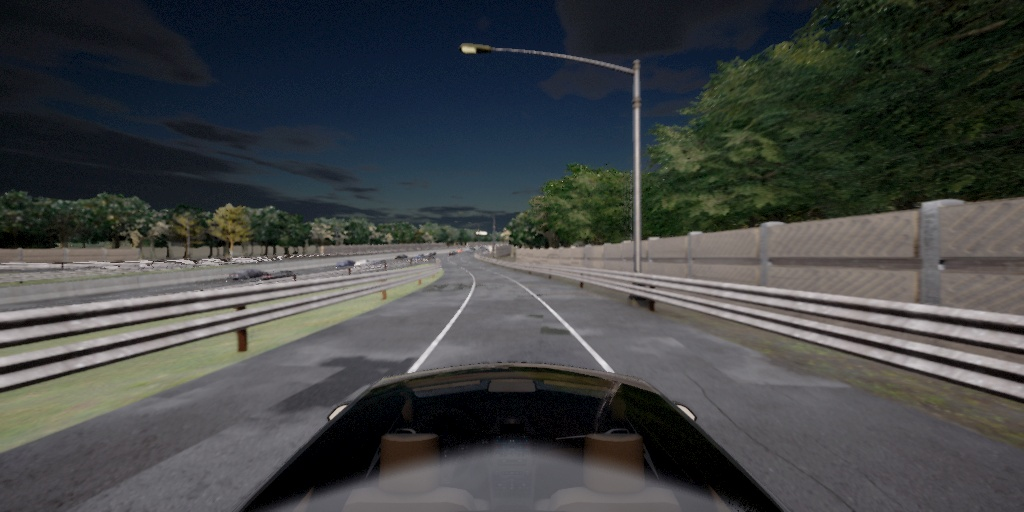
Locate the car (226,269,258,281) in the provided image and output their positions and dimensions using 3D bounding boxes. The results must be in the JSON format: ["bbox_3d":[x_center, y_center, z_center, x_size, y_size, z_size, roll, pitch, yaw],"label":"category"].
[{"bbox_3d":[-34.574,2.367,47.228,2.033,1.411,5.357,0,3,8],"label":"car"}]

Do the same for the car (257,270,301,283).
[{"bbox_3d":[-27.970,2.421,43.781,1.837,1.490,4.892,0,3,8],"label":"car"}]
